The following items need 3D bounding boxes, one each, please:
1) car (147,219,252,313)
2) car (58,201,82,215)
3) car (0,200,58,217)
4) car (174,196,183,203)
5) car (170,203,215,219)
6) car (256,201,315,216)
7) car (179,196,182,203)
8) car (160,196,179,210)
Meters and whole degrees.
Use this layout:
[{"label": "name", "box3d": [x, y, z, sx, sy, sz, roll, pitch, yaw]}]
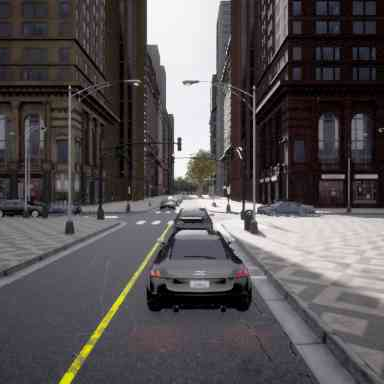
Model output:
[{"label": "car", "box3d": [0.110, 1.564, 7.764, 1.994, 1.385, 4.181, 0, 0, -1]}, {"label": "car", "box3d": [-12.889, 1.523, 32.135, 4.181, 1.385, 1.994, 0, 0, 0]}, {"label": "car", "box3d": [-14.739, 1.454, 28.924, 4.892, 1.490, 1.837, 0, 0, -1]}, {"label": "car", "box3d": [-2.978, 1.550, 73.538, 1.812, 1.442, 4.674, 0, 0, 0]}, {"label": "car", "box3d": [0.066, 1.505, 16.672, 1.837, 1.490, 4.892, 0, 0, 0]}, {"label": "car", "box3d": [8.983, 1.578, 32.018, 5.357, 1.411, 2.033, 0, 0, -3]}, {"label": "car", "box3d": [-3.075, 1.494, 52.890, 2.128, 1.511, 4.902, 0, 0, 0]}, {"label": "car", "box3d": [-3.078, 1.547, 43.129, 2.033, 1.411, 5.357, 0, 0, 0]}]
